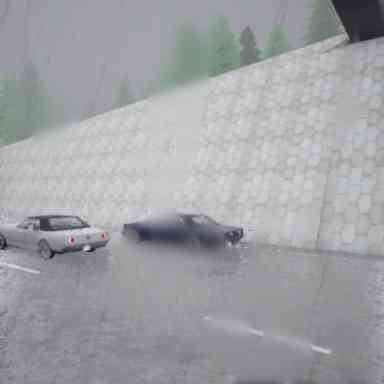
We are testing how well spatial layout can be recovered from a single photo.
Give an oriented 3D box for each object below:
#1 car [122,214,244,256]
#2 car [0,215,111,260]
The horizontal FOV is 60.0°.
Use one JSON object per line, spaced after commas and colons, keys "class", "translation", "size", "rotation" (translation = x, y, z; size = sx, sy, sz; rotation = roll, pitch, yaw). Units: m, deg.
{"class": "car", "translation": [-0.509, 1.505, 12.867], "size": [4.718, 1.301, 1.895], "rotation": [1, 0, 35]}
{"class": "car", "translation": [-5.166, 1.467, 11.853], "size": [4.718, 1.301, 1.895], "rotation": [1, 0, 35]}
